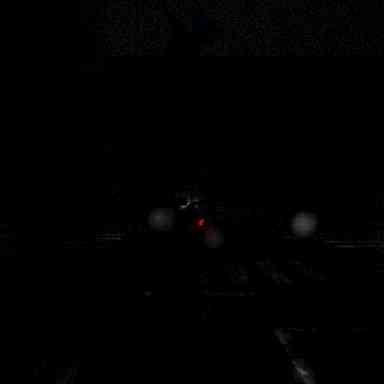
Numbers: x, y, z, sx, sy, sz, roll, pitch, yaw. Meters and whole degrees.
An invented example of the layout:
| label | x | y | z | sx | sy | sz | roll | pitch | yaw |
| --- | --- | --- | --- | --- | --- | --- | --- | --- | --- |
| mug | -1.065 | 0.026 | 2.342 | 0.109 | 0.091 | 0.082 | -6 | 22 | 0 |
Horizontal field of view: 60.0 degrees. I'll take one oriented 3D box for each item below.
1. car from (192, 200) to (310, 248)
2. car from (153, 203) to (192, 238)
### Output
| label | x | y | z | sx | sy | sz | roll | pitch | yaw |
| --- | --- | --- | --- | --- | --- | --- | --- | --- | --- |
| car | 2.376 | 1.246 | 13.591 | 4.553 | 1.767 | 2.097 | 0 | 0 | 0 |
| car | 0.352 | 1.249 | 16.536 | 4.553 | 1.767 | 2.097 | 0 | 0 | 0 |
